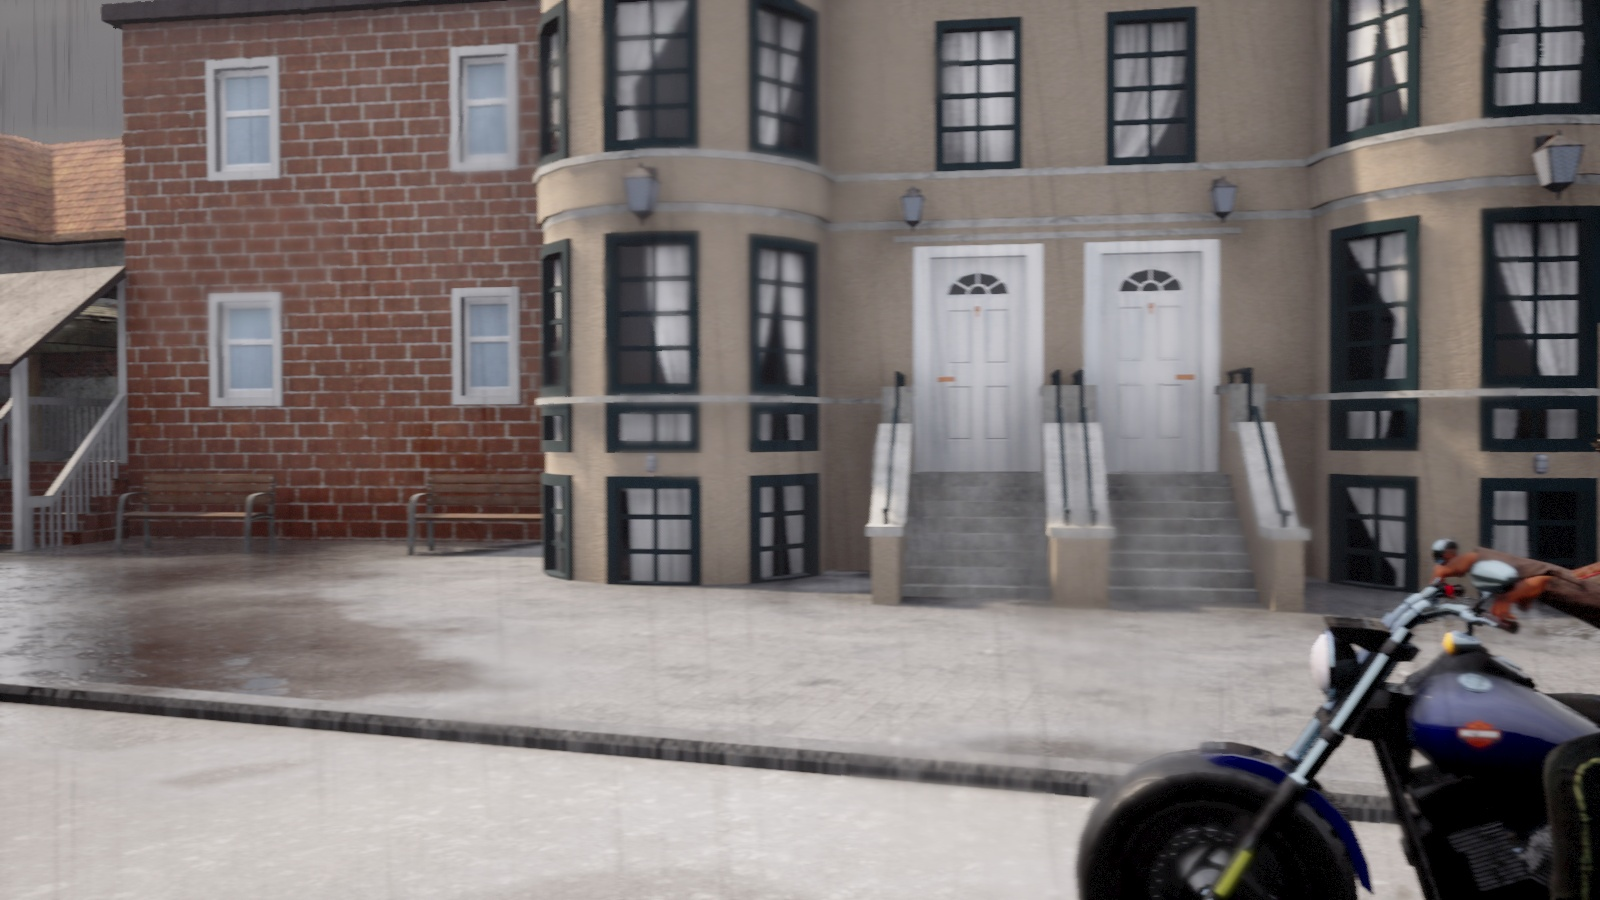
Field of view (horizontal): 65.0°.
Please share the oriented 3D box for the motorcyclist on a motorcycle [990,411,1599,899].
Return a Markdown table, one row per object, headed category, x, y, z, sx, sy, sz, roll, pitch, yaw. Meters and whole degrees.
| category | x | y | z | sx | sy | sz | roll | pitch | yaw |
| --- | --- | --- | --- | --- | --- | --- | --- | --- | --- |
| motorcyclist on a motorcycle | 1.715 | 0.733 | 3.144 | 2.350 | 1.649 | 0.766 | 0 | 1 | 19 |
